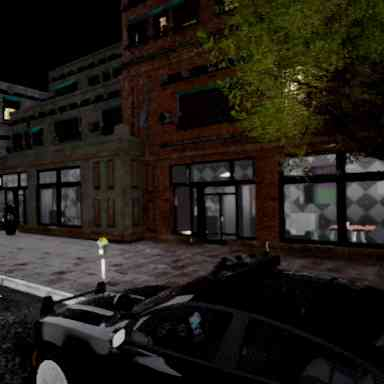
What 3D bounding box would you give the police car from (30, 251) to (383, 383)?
[{"bbox_3d":[0.387,1.441,3.141,5.238,1.638,1.930,-1,0,35],"label":"police car"}]
